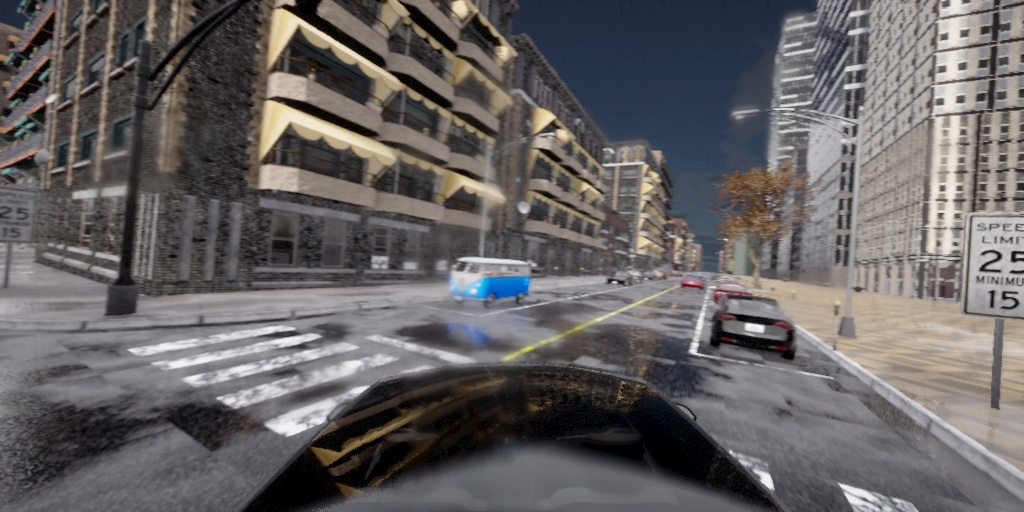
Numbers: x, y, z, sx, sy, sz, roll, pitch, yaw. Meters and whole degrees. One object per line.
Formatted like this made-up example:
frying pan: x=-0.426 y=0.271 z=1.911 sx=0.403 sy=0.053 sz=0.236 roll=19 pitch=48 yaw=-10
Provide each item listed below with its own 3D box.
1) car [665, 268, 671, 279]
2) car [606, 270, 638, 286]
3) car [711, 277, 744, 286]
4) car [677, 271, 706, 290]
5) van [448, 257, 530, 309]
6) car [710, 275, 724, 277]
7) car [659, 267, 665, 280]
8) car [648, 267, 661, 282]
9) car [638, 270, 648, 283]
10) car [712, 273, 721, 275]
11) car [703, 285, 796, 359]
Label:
car: x=23.723 y=2.776 z=57.704 sx=2.192 sy=1.841 sz=5.009 roll=0 pitch=0 yaw=29
car: x=10.078 y=2.018 z=33.448 sx=1.948 sy=1.339 sz=4.313 roll=0 pitch=0 yaw=29
car: x=11.899 y=2.116 z=19.627 sx=1.888 sy=1.381 sz=4.507 roll=0 pitch=0 yaw=29
car: x=18.294 y=2.609 z=36.292 sx=1.994 sy=1.385 sz=4.181 roll=4 pitch=0 yaw=30
van: x=-0.838 y=0.990 z=14.045 sx=1.690 sy=1.789 sz=3.998 roll=0 pitch=0 yaw=29
car: x=14.629 y=2.322 z=24.478 sx=2.007 sy=1.370 sz=4.403 roll=0 pitch=0 yaw=29
car: x=20.910 y=2.784 z=52.704 sx=1.751 sy=1.417 sz=4.829 roll=0 pitch=0 yaw=29
car: x=18.264 y=2.622 z=48.002 sx=1.948 sy=1.339 sz=4.313 roll=0 pitch=0 yaw=29
car: x=12.806 y=2.204 z=38.299 sx=2.007 sy=1.370 sz=4.403 roll=0 pitch=0 yaw=29
car: x=20.087 y=2.724 z=34.181 sx=2.007 sy=1.370 sz=4.403 roll=0 pitch=0 yaw=29
car: x=6.442 y=1.736 z=9.926 sx=1.948 sy=1.339 sz=4.313 roll=0 pitch=0 yaw=29
